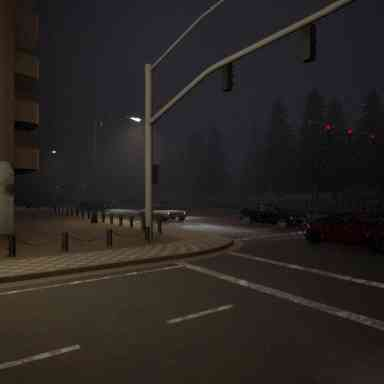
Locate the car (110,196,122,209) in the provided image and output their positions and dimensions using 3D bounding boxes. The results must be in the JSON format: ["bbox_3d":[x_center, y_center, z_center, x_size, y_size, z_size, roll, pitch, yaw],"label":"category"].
[{"bbox_3d":[-12.034,1.547,45.778,2.128,1.511,4.902,0,0,-36],"label":"car"}]

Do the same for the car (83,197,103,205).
[{"bbox_3d":[-18.003,1.656,60.366,1.895,1.301,4.718,0,0,-36],"label":"car"}]

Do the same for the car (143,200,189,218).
[{"bbox_3d":[-2.681,1.603,32.737,2.033,1.411,5.357,0,0,-37],"label":"car"}]

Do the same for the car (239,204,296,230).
[{"bbox_3d":[5.251,1.547,21.929,2.128,1.511,4.902,0,0,-38],"label":"car"}]

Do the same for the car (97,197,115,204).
[{"bbox_3d":[-16.676,1.656,64.486,1.895,1.301,4.718,0,0,-36],"label":"car"}]

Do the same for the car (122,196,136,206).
[{"bbox_3d":[-11.416,1.408,57.209,2.097,1.767,4.553,0,0,-36],"label":"car"}]

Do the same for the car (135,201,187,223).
[{"bbox_3d":[-2.379,1.656,26.339,1.895,1.301,4.718,0,0,-36],"label":"car"}]

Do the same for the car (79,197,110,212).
[{"bbox_3d":[-11.917,1.533,39.605,1.882,1.535,5.008,0,0,-36],"label":"car"}]

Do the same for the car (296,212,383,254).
[{"bbox_3d":[6.767,1.573,13.641,1.994,1.385,4.181,0,0,-36],"label":"car"}]
